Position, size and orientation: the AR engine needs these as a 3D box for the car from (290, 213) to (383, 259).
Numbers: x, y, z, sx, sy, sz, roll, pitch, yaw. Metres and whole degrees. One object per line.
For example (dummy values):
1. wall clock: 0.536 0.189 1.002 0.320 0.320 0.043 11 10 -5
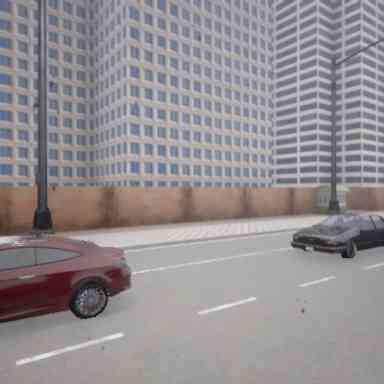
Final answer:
1. car: 6.128 1.516 12.714 5.357 1.411 2.033 0 0 -35

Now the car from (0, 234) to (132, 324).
1. car: -3.355 1.525 5.854 4.674 1.442 1.812 0 0 -35
